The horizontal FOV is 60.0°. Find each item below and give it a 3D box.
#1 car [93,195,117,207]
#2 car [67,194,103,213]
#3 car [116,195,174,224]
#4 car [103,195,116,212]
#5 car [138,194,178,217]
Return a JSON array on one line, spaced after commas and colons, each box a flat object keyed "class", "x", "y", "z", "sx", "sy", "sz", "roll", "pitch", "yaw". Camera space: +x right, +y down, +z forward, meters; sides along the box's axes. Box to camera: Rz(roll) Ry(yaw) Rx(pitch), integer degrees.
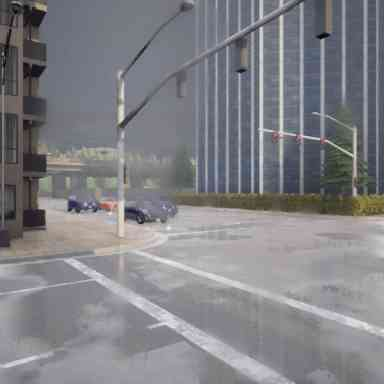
[{"class": "car", "x": -13.390, "y": 1.358, "z": 51.201, "sx": 2.097, "sy": 1.767, "sz": 4.553, "roll": 0, "pitch": 0, "yaw": -36}, {"class": "car", "x": -12.255, "y": 1.227, "z": 37.098, "sx": 2.150, "sy": 2.045, "sz": 5.566, "roll": 0, "pitch": 0, "yaw": -35}, {"class": "car", "x": -3.608, "y": 1.356, "z": 24.742, "sx": 2.097, "sy": 1.767, "sz": 4.553, "roll": 0, "pitch": 0, "yaw": -35}, {"class": "car", "x": -9.503, "y": 1.356, "z": 39.282, "sx": 2.097, "sy": 1.767, "sz": 4.553, "roll": 0, "pitch": 0, "yaw": -35}, {"class": "car", "x": -3.510, "y": 1.226, "z": 30.699, "sx": 2.150, "sy": 2.045, "sz": 5.566, "roll": 0, "pitch": 0, "yaw": -35}]
